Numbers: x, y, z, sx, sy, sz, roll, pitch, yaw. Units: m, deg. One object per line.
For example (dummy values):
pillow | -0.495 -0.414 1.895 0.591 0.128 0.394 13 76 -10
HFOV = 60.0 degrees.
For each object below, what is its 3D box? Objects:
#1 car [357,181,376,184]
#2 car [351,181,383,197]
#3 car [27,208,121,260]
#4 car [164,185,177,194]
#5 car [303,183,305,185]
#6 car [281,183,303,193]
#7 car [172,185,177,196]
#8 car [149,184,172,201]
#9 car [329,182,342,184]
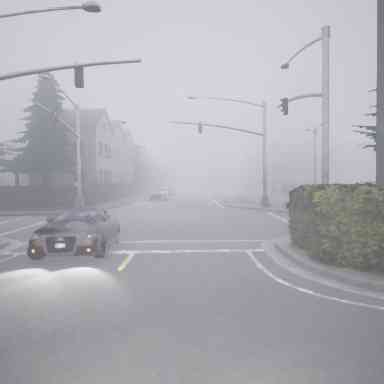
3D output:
car | 19.010 -0.176 34.213 1.905 1.878 3.866 -1 2 0
car | 22.254 -0.461 42.094 1.932 1.855 4.605 -1 2 0
car | -3.533 1.212 10.665 1.994 1.385 4.181 -1 0 -3
car | -3.729 -0.508 58.164 1.837 1.490 4.892 -1 2 0
car | 18.884 -0.872 59.131 1.970 1.475 3.806 -1 2 0
car | 15.261 -0.525 52.070 2.007 1.523 4.514 -1 2 0
car | -3.741 -0.305 47.780 2.097 1.767 4.553 -1 2 0
car | -3.721 0.163 37.762 1.882 1.535 5.008 -1 2 0
car | 25.299 -1.034 59.485 2.152 1.636 5.027 -1 2 0
